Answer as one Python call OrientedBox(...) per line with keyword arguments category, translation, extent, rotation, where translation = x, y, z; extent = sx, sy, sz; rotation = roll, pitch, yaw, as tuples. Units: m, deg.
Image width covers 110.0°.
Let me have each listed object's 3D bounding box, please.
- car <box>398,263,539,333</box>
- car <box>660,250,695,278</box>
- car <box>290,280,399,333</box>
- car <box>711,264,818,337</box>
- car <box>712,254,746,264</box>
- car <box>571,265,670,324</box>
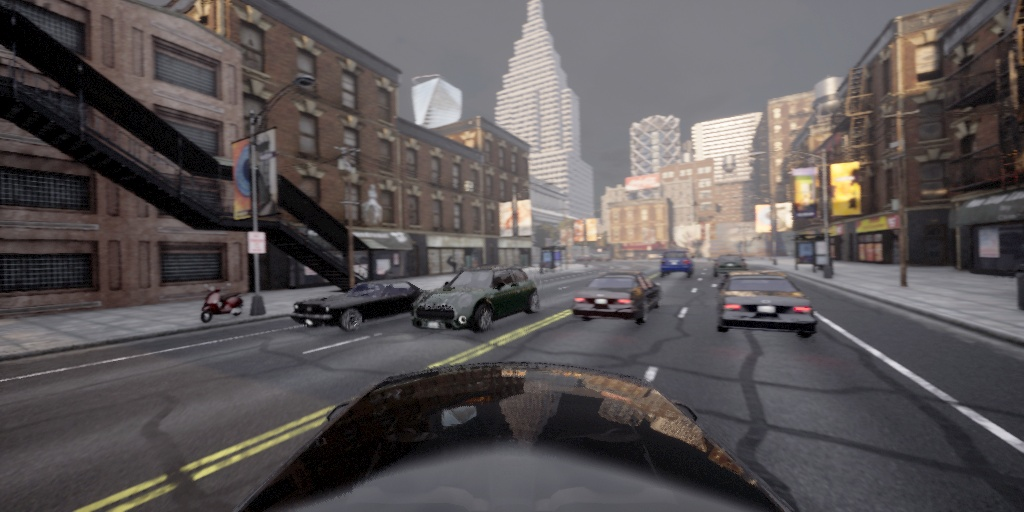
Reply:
OrientedBox(category="car", translation=(-0.934, 1.137, 11.115), extent=(2.097, 1.767, 4.553), rotation=(-2, 0, 30))
OrientedBox(category="car", translation=(13.123, 0.576, 28.421), extent=(2.150, 2.045, 5.566), rotation=(-2, 0, 30))
OrientedBox(category="car", translation=(-4.529, 1.499, 11.857), extent=(1.895, 1.301, 4.718), rotation=(-2, 0, 30))
OrientedBox(category="car", translation=(6.461, 1.099, 9.555), extent=(2.033, 1.411, 5.357), rotation=(-2, 0, 30))
OrientedBox(category="car", translation=(16.370, 0.604, 27.048), extent=(2.097, 1.767, 4.553), rotation=(-2, 0, 30))
OrientedBox(category="car", translation=(3.563, 1.192, 11.537), extent=(2.033, 1.411, 5.357), rotation=(-2, 0, 30))
